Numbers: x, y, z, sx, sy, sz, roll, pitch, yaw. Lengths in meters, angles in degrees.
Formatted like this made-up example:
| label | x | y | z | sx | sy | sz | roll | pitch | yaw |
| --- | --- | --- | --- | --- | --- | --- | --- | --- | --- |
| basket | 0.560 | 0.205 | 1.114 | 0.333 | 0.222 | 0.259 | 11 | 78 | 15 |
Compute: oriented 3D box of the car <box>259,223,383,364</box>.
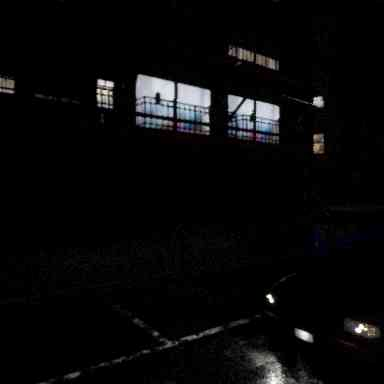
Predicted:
| label | x | y | z | sx | sy | sz | roll | pitch | yaw |
| --- | --- | --- | --- | --- | --- | --- | --- | --- | --- |
| car | 3.660 | 1.515 | 5.990 | 5.357 | 1.411 | 2.033 | 0 | 0 | -35 |

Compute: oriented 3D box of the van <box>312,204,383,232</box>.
| label | x | y | z | sx | sy | sz | roll | pitch | yaw |
| --- | --- | --- | --- | --- | --- | --- | --- | --- | --- |
| van | 5.474 | 1.289 | 10.457 | 3.998 | 1.788 | 1.690 | 0 | 0 | -35 |
